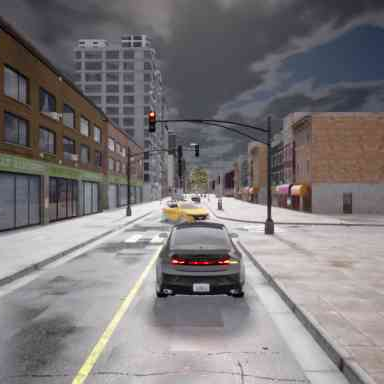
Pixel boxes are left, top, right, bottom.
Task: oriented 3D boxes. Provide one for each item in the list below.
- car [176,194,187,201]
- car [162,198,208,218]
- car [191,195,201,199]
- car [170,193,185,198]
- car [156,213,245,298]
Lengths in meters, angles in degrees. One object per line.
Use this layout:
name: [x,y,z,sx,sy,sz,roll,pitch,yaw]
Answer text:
car: [-2.072,1.113,69.644,2.128,1.511,4.902,0,0,1]
car: [-0.579,1.483,24.359,1.882,1.535,5.008,-1,0,-27]
car: [0.759,1.480,67.716,1.837,1.490,4.892,0,0,1]
car: [-2.313,1.215,54.277,2.150,2.045,5.566,0,0,0]
car: [0.176,1.505,8.526,1.837,1.490,4.892,0,0,0]
